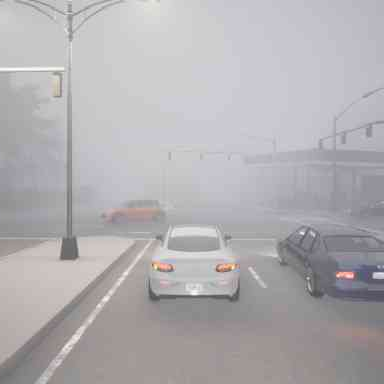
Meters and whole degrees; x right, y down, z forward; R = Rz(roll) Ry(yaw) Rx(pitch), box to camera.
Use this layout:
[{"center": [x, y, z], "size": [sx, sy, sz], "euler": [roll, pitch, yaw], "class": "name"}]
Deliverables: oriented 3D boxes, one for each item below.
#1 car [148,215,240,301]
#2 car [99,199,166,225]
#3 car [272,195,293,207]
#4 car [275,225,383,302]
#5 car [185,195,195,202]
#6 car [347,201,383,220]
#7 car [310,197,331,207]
[{"center": [0.039, 1.516, 8.178], "size": [1.812, 1.442, 4.674], "euler": [0, 0, 0], "class": "car"}, {"center": [-4.185, 1.313, 23.480], "size": [4.553, 1.767, 2.097], "euler": [0, 0, -33], "class": "car"}, {"center": [12.929, 1.261, 47.798], "size": [2.242, 1.667, 4.611], "euler": [0, 0, 0], "class": "car"}, {"center": [3.518, 1.545, 8.483], "size": [2.033, 1.411, 5.357], "euler": [0, 0, 3], "class": "car"}, {"center": [-0.428, 1.428, 72.796], "size": [1.812, 1.442, 4.674], "euler": [0, 0, 0], "class": "car"}, {"center": [15.466, 1.490, 27.678], "size": [4.902, 1.511, 2.128], "euler": [0, 0, -1], "class": "car"}, {"center": [18.669, 1.433, 48.595], "size": [1.970, 1.475, 3.806], "euler": [0, 0, 0], "class": "car"}]
